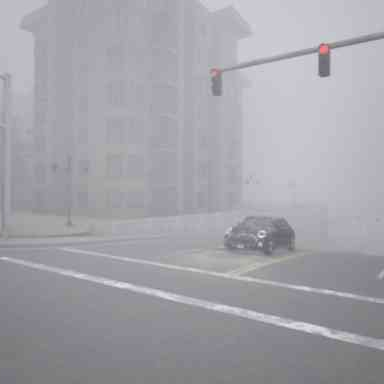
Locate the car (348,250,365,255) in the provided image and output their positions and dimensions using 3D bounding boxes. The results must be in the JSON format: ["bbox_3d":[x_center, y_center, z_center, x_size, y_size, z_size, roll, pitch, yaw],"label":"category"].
[{"bbox_3d":[19.339,7.601,39.128,2.033,1.411,5.357,0,-12,35],"label":"car"}]

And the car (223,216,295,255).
[{"bbox_3d":[3.350,1.925,16.006,2.097,1.767,4.553,1,-5,35],"label":"car"}]
